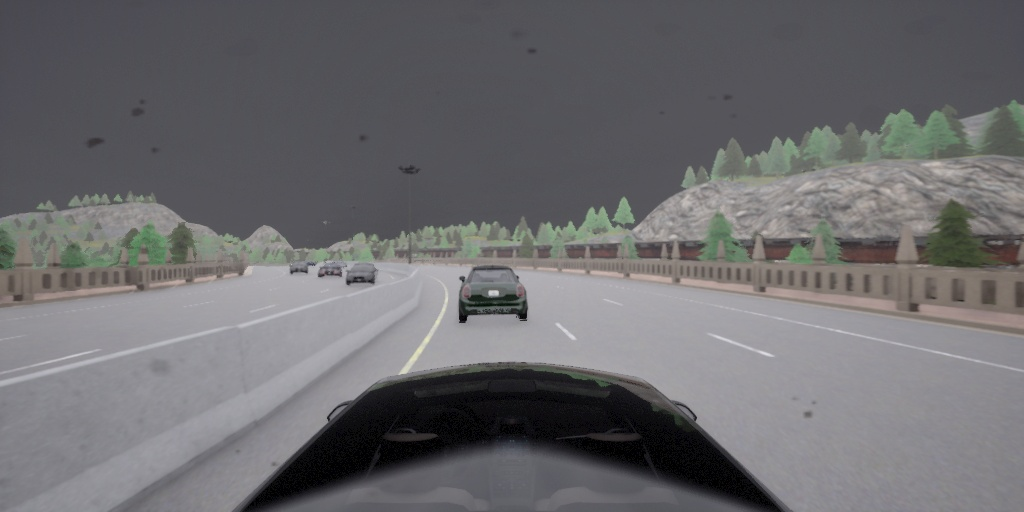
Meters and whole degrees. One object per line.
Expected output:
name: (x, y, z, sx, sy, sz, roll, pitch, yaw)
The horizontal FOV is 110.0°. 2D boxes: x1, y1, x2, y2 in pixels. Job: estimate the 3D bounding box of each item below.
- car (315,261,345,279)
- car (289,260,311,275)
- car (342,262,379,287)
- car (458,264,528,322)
car: (-17.530, 1.424, 34.788, 1.994, 1.385, 4.181, -1, 0, -23)
car: (-25.185, 1.439, 42.559, 1.837, 1.490, 4.892, 0, -1, -29)
car: (-10.698, 1.310, 25.841, 1.837, 1.490, 4.892, 0, 0, -17)
car: (-0.764, 1.098, 12.511, 2.097, 1.767, 4.553, 0, 0, -6)
